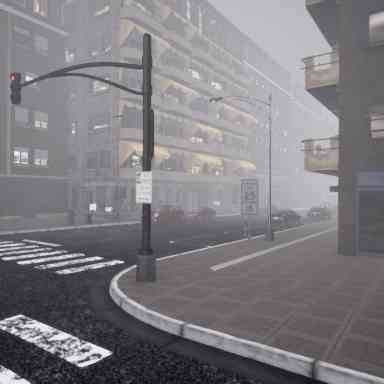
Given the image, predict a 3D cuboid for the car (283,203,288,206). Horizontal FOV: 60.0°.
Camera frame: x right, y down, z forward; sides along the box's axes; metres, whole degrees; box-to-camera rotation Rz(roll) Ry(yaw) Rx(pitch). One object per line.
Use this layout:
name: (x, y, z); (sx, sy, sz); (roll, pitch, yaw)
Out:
car: (13.697, 2.403, 50.709); (1.752, 1.417, 4.829); (-1, -1, 35)

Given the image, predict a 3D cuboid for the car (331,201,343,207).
car: (36.430, 3.021, 83.491); (1.967, 1.590, 4.097); (-1, -1, 35)

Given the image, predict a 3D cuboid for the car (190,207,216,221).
car: (0.844, 2.063, 32.207); (1.802, 1.307, 4.206); (-1, -1, 35)

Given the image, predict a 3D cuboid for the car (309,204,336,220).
car: (14.147, 2.295, 36.784); (1.947, 1.339, 4.313); (-1, -2, 35)

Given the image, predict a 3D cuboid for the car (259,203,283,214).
car: (10.556, 2.326, 46.188); (1.887, 1.381, 4.507); (-1, -1, 35)

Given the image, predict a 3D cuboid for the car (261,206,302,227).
car: (7.671, 2.095, 27.463); (1.947, 1.339, 4.313); (-1, -2, 35)

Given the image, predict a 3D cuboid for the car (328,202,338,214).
car: (20.719, 2.458, 46.245); (1.752, 1.417, 4.829); (-1, -2, 35)

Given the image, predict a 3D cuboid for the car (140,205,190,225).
car: (-2.393, 1.820, 27.551); (1.967, 1.590, 4.097); (-1, -1, 35)

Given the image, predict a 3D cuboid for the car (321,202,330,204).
car: (18.321, 2.509, 47.250); (1.895, 1.301, 4.718); (0, -1, 35)
